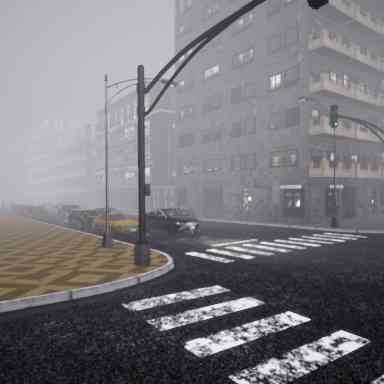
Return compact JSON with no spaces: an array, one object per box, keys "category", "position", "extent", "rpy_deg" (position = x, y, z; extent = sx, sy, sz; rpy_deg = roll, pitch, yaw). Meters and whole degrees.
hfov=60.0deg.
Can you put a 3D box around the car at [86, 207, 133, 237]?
[{"category":"car","position":[-4.760,1.866,20.780],"extent":[1.752,1.417,4.829],"rpy_deg":[-2,0,-36]}]

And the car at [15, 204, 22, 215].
[{"category":"car","position":[-21.590,2.393,43.702],"extent":[1.802,1.307,4.206],"rpy_deg":[-2,0,-36]}]

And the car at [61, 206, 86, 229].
[{"category":"car","position":[-8.205,2.002,25.473],"extent":[1.947,1.339,4.313],"rpy_deg":[-2,0,-36]}]

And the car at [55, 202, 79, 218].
[{"category":"car","position":[-13.238,2.119,36.741],"extent":[1.837,1.490,4.892],"rpy_deg":[-1,-1,-36]}]

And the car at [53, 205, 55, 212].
[{"category":"car","position":[-20.507,2.426,52.029],"extent":[1.994,1.385,4.181],"rpy_deg":[-1,-1,-36]}]

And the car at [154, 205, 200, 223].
[{"category":"car","position":[-1.452,1.916,30.434],"extent":[2.008,1.369,4.403],"rpy_deg":[-2,0,-36]}]

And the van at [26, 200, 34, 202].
[{"category":"van","position":[-41.615,2.833,85.121],"extent":[1.690,1.788,3.998],"rpy_deg":[-2,0,-36]}]

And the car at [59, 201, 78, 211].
[{"category":"car","position":[-21.534,2.367,57.778],"extent":[1.967,1.590,4.097],"rpy_deg":[-2,0,-36]}]

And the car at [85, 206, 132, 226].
[{"category":"car","position":[-7.284,1.995,28.610],"extent":[2.033,1.411,5.357],"rpy_deg":[-1,-1,-37]}]

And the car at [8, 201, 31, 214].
[{"category":"car","position":[-24.937,2.450,48.259],"extent":[1.887,1.381,4.507],"rpy_deg":[-2,0,-36]}]

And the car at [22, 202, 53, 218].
[{"category":"car","position":[-18.245,2.262,39.145],"extent":[1.887,1.381,4.507],"rpy_deg":[-2,0,-36]}]

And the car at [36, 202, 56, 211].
[{"category":"car","position":[-26.440,2.520,60.116],"extent":[2.128,1.511,4.902],"rpy_deg":[-1,-1,-37]}]

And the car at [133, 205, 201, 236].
[{"category":"car","position":[-1.429,1.775,20.636],"extent":[2.128,1.511,4.902],"rpy_deg":[-1,-1,-36]}]

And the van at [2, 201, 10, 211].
[{"category":"van","position":[-31.636,2.434,57.374],"extent":[1.690,1.788,3.998],"rpy_deg":[-2,0,-36]}]
